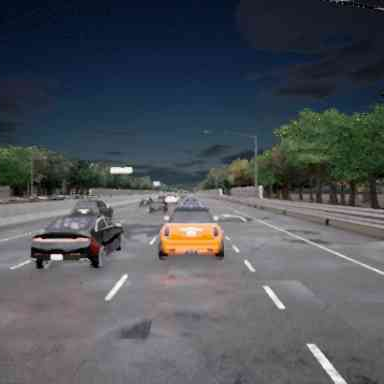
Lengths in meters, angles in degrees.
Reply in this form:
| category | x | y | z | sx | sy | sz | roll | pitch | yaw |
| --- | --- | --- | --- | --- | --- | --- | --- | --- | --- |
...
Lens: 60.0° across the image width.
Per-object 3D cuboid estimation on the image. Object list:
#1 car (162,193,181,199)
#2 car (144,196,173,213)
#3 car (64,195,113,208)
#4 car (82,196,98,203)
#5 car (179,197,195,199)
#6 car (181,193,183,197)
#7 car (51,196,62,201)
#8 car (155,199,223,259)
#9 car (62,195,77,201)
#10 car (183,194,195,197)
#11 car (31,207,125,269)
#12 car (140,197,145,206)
| category | x | y | z | sx | sy | sz | roll | pitch | yaw |
| --- | --- | --- | --- | --- | --- | --- | --- | --- | --- |
| car | -3.682 | 1.198 | 61.249 | 2.150 | 2.045 | 5.566 | 0 | 0 | 0 |
| car | -3.597 | 1.468 | 36.563 | 2.128 | 1.511 | 4.902 | 0 | 0 | 0 |
| car | -7.056 | 1.337 | 23.774 | 2.097 | 1.767 | 4.553 | 0 | 0 | 0 |
| car | -21.206 | 1.547 | 69.096 | 1.895 | 1.301 | 4.718 | 0 | 0 | 0 |
| car | -0.091 | 1.519 | 33.985 | 2.033 | 1.411 | 5.357 | 0 | 0 | 0 |
| car | -3.749 | 1.507 | 82.473 | 1.812 | 1.442 | 4.674 | 0 | 0 | 0 |
| car | -28.210 | 1.511 | 70.458 | 1.895 | 1.301 | 4.718 | 0 | 0 | 0 |
| car | -0.025 | 1.335 | 12.704 | 2.097 | 1.767 | 4.553 | 0 | 0 | 0 |
| car | -24.706 | 1.457 | 69.115 | 1.837 | 1.490 | 4.892 | 0 | 0 | 0 |
| car | -0.164 | 1.518 | 56.073 | 2.033 | 1.411 | 5.357 | 0 | 0 | 0 |
| car | -3.521 | 1.482 | 11.076 | 2.128 | 1.511 | 4.902 | 0 | 0 | 0 |
| car | -7.151 | 1.506 | 52.705 | 1.812 | 1.442 | 4.674 | 0 | 0 | 0 |
